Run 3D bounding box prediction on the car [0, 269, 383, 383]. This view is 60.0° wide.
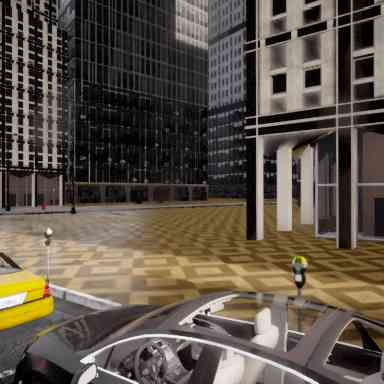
[{"bbox_3d":[0.273,1.551,2.683,4.403,1.369,2.008,0,0,36],"label":"car"}]

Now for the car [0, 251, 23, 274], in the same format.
[{"bbox_3d":[-4.480,1.525,6.079,4.829,1.417,1.752,0,0,36],"label":"car"}]
